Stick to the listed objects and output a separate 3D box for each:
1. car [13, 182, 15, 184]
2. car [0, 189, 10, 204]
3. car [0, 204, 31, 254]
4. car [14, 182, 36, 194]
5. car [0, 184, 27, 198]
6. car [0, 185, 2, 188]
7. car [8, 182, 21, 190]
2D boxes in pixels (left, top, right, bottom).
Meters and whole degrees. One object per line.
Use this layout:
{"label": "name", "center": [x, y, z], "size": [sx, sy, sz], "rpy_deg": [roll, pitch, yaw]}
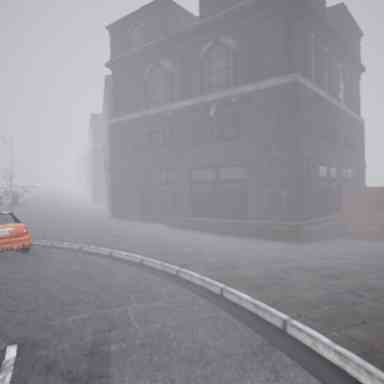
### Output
{"label": "car", "center": [-31.750, -0.498, 56.689], "size": [1.882, 1.535, 5.008], "rpy_deg": [-1, 4, -20]}
{"label": "car", "center": [-22.222, 0.837, 36.650], "size": [2.128, 1.511, 4.902], "rpy_deg": [-1, 4, -16]}
{"label": "car", "center": [-8.342, 1.526, 12.941], "size": [4.553, 1.767, 2.097], "rpy_deg": [-1, 0, 34]}
{"label": "car", "center": [-28.904, -0.545, 57.636], "size": [2.128, 1.511, 4.902], "rpy_deg": [-1, 4, -20]}
{"label": "car", "center": [-25.657, 0.062, 48.067], "size": [1.882, 1.535, 5.008], "rpy_deg": [-1, 4, -18]}
{"label": "car", "center": [-28.409, 0.165, 46.817], "size": [2.128, 1.511, 4.902], "rpy_deg": [-1, 4, -17]}
{"label": "car", "center": [-35.361, -1.222, 66.401], "size": [1.812, 1.442, 4.674], "rpy_deg": [-1, 4, -22]}
